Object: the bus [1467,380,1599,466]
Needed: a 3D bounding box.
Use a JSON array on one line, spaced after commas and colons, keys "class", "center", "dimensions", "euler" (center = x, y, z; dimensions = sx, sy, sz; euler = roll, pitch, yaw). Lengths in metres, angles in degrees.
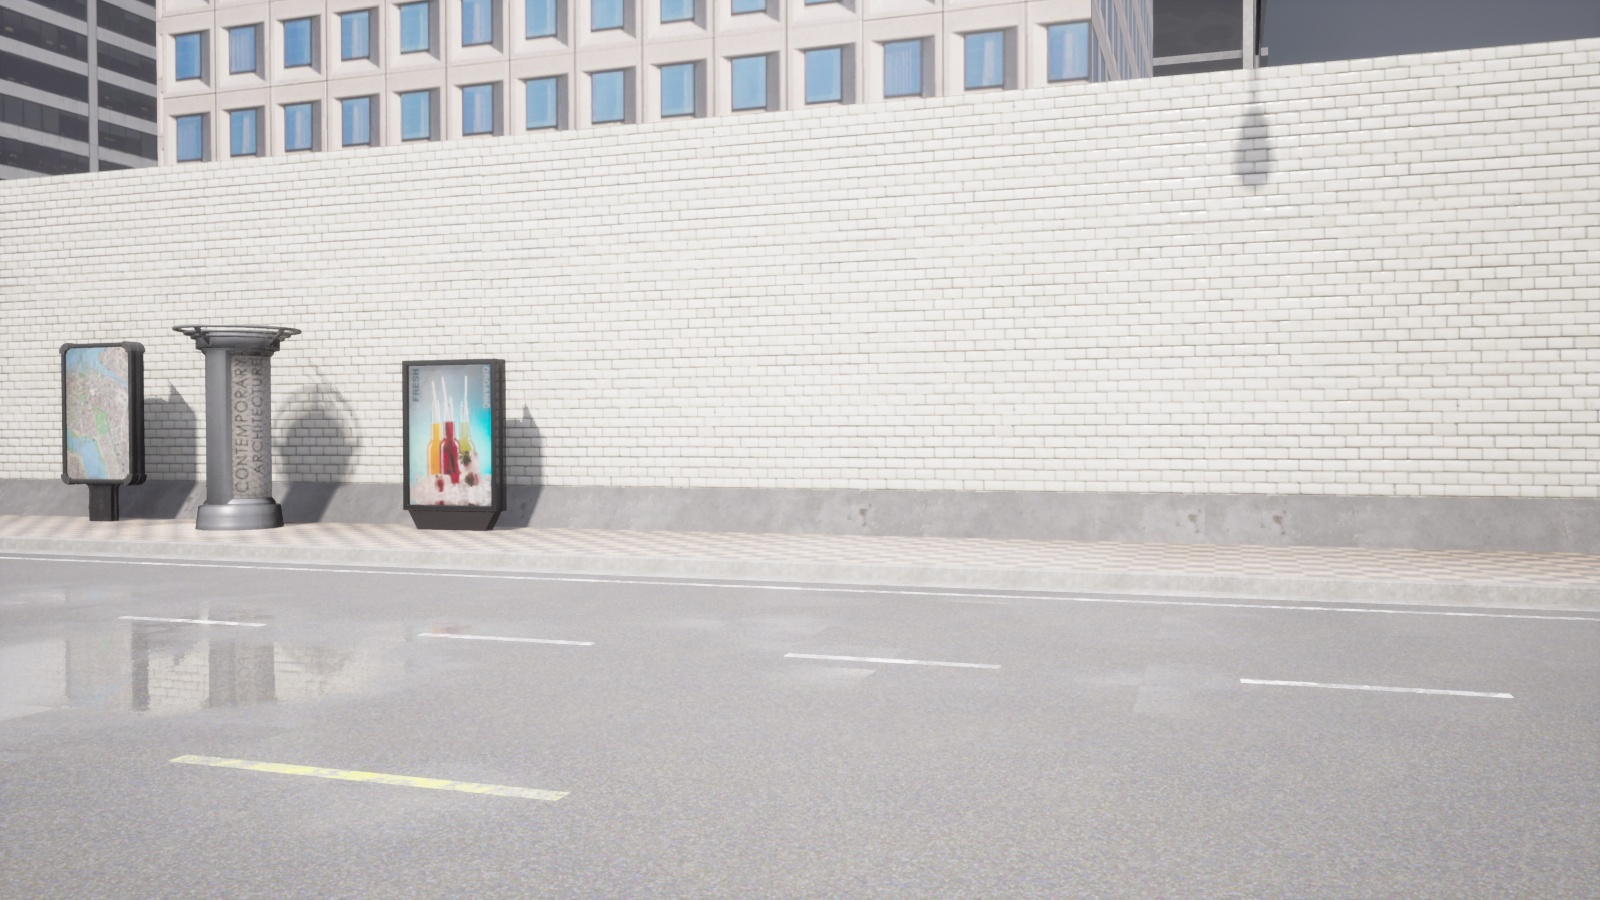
[{"class": "bus", "center": [40.043, -1.366, 63.806], "dimensions": [10.273, 4.253, 3.944], "euler": [1, 1, 18]}]
